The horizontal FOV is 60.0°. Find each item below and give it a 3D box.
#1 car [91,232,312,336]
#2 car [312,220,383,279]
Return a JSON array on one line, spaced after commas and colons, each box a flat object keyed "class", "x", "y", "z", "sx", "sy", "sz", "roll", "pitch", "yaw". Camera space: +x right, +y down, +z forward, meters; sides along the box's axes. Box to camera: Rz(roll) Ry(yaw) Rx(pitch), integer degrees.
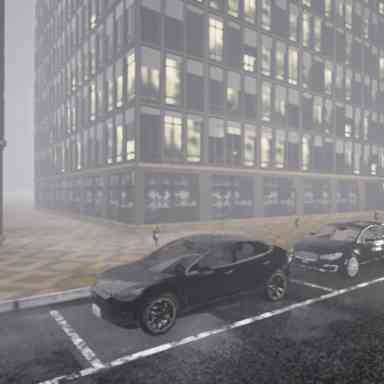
[{"class": "car", "x": 0.214, "y": 1.566, "z": 6.707, "sx": 4.313, "sy": 1.339, "sz": 1.947, "roll": 0, "pitch": 0, "yaw": -35}, {"class": "car", "x": 4.724, "y": 1.551, "z": 9.922, "sx": 4.403, "sy": 1.369, "sz": 2.008, "roll": 0, "pitch": 0, "yaw": -35}]
